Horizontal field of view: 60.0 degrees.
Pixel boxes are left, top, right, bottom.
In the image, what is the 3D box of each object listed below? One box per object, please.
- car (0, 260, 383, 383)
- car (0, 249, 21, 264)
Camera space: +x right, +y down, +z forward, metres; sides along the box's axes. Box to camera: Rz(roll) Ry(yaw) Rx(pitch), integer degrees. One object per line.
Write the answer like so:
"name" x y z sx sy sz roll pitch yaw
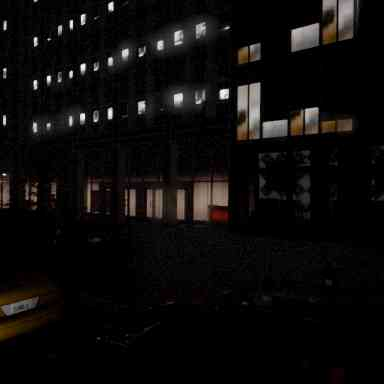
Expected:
"car" 0.555 1.440 2.470 4.097 1.590 1.967 0 1 36
"car" -4.202 1.524 5.880 4.829 1.417 1.752 0 1 36
